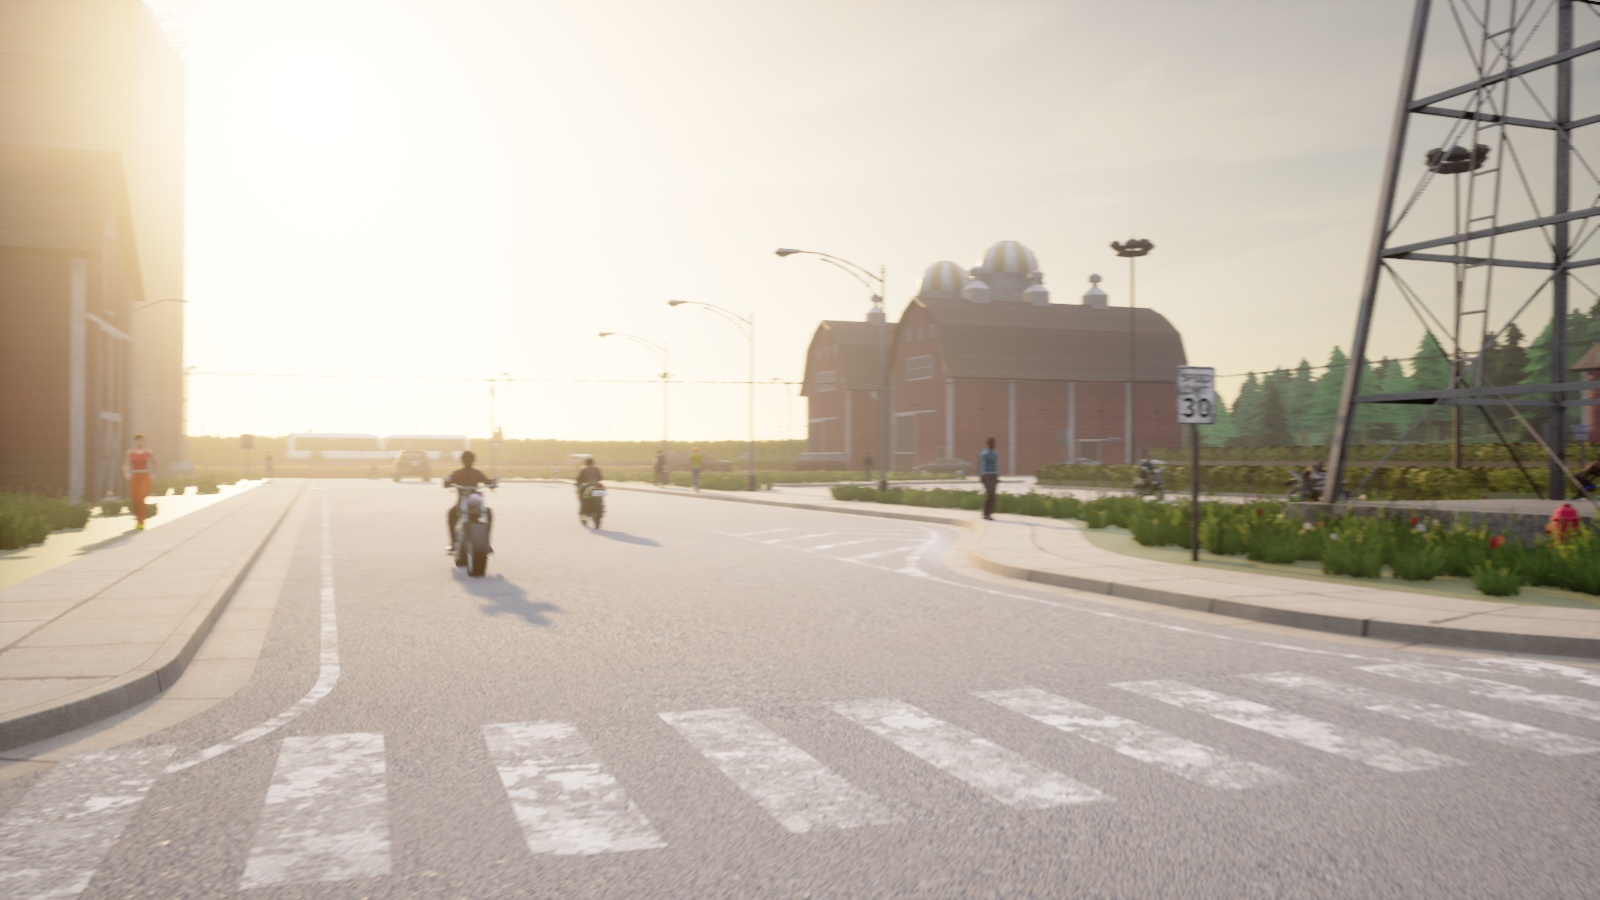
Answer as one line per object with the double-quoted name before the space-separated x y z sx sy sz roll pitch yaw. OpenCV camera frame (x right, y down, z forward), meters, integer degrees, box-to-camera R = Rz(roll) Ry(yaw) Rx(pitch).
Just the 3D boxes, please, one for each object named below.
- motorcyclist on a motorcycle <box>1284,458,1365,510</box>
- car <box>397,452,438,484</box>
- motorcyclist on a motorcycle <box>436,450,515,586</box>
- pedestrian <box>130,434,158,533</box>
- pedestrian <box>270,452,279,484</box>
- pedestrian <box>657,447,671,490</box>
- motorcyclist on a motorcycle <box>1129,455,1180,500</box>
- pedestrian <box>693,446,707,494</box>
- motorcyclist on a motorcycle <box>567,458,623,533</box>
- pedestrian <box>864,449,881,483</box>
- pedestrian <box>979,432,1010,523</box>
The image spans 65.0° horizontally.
"motorcyclist on a motorcycle" 15.673 0.996 37.574 0.866 1.530 2.191 0 0 -28
"car" -24.743 1.137 81.082 2.150 2.045 5.566 0 0 -21
"motorcyclist on a motorcycle" -4.290 0.831 16.483 0.766 1.649 2.350 0 0 -21
"pedestrian" -12.298 0.615 23.550 0.345 1.836 0.594 0 0 -15
"pedestrian" -29.959 1.023 71.625 0.345 1.836 0.594 0 0 -12
"pedestrian" -6.184 0.833 56.958 0.423 1.949 0.788 0 0 -22
"motorcyclist on a motorcycle" 12.681 0.978 44.985 0.866 1.590 1.817 0 0 -20
"pedestrian" -3.884 0.768 48.977 0.354 1.836 0.706 0 0 -21
"motorcyclist on a motorcycle" -4.378 0.936 26.699 0.797 1.523 2.044 0 0 -21
"pedestrian" 4.098 0.897 70.879 0.563 1.883 0.849 -1 -1 41
"pedestrian" 4.183 0.581 27.032 0.396 1.930 0.692 0 0 -16
